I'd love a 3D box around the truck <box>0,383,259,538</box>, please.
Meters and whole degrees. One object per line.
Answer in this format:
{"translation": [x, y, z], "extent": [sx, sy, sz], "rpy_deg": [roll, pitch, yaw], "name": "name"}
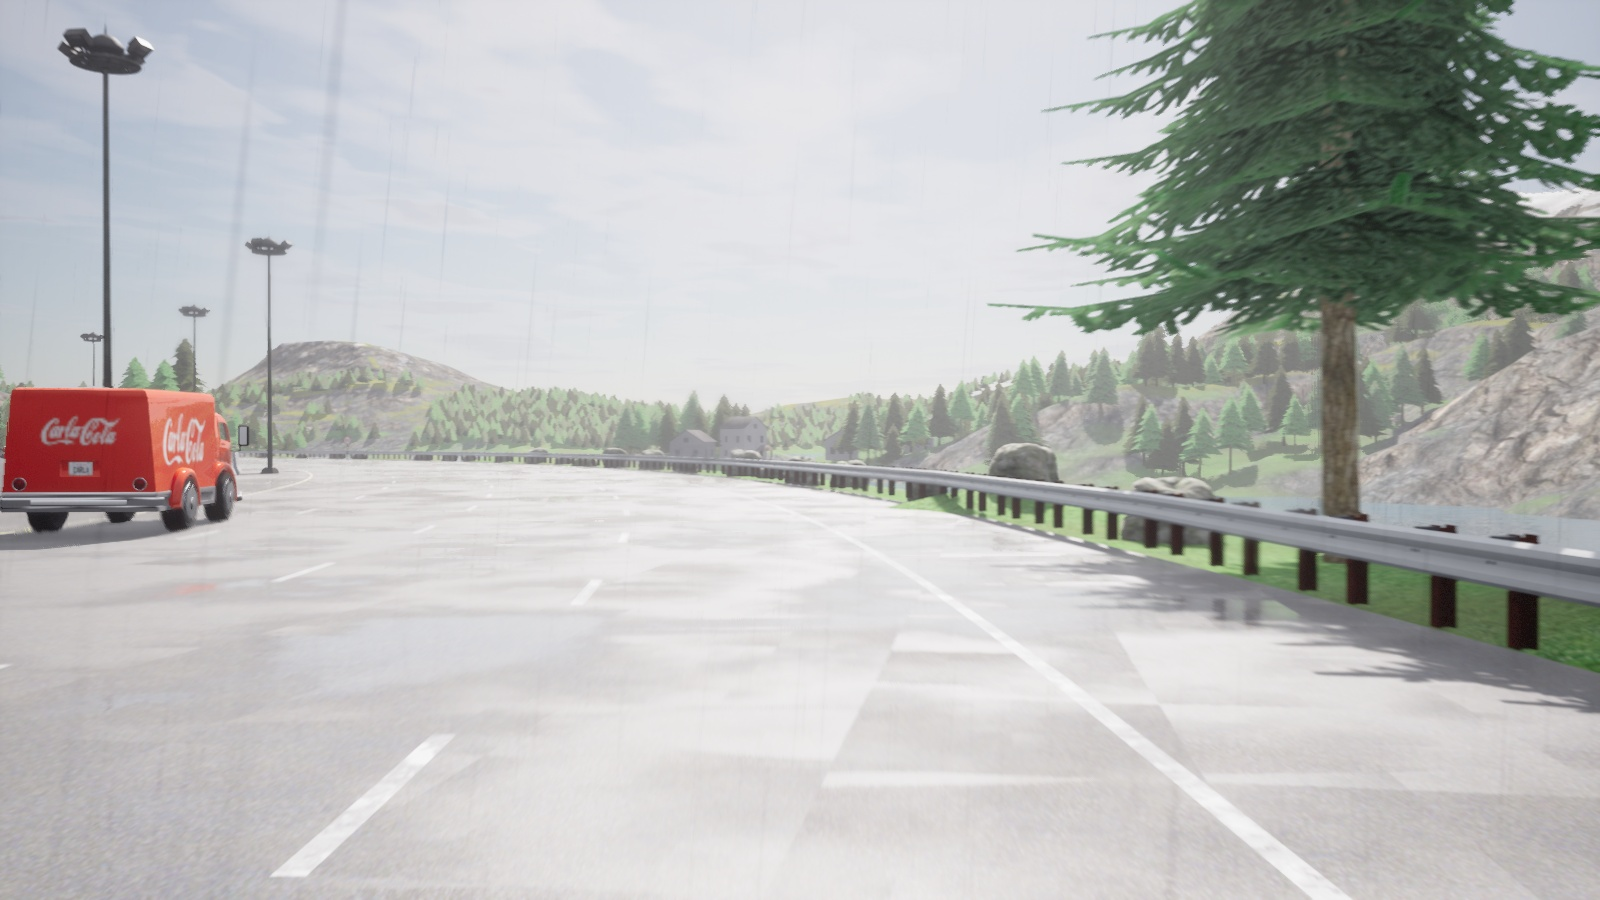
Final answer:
{"translation": [-11.965, 0.151, 22.780], "extent": [2.627, 2.467, 5.204], "rpy_deg": [0, 1, -8], "name": "truck"}
